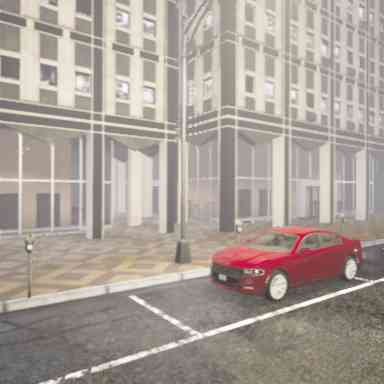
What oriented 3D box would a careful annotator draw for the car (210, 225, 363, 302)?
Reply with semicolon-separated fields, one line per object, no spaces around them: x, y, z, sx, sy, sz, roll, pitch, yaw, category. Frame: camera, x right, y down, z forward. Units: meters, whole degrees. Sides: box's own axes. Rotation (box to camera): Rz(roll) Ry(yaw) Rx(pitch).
2.481;1.566;8.331;4.507;1.381;1.887;0;0;-36;car
